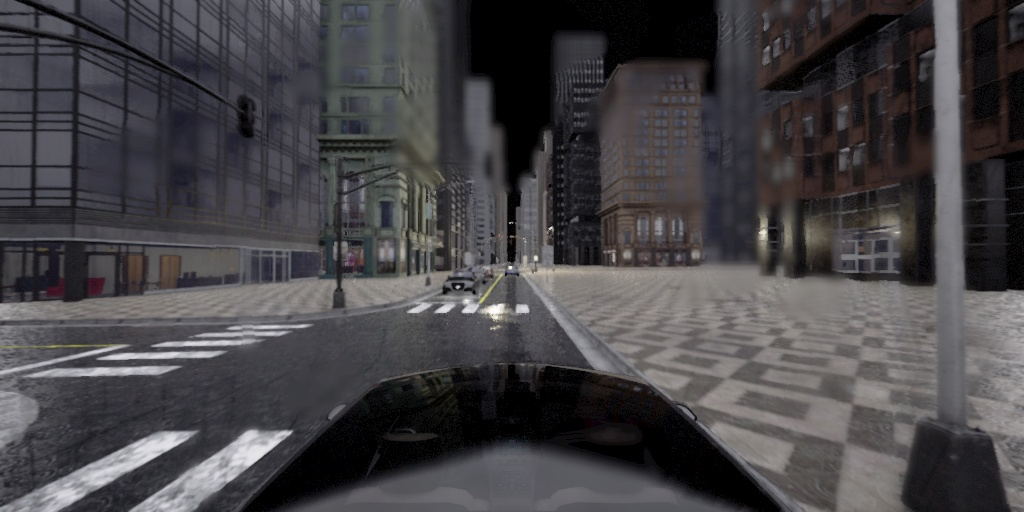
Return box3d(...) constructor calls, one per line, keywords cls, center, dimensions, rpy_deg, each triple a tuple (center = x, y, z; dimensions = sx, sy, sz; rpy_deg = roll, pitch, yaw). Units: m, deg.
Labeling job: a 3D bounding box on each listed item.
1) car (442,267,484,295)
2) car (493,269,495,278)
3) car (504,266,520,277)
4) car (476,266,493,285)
box3d(cls="car", center=(-3.104, 1.613, 22.537), dimensions=(1.994, 1.385, 4.181), rpy_deg=(0, -1, 0))
box3d(cls="car", center=(-3.082, 1.859, 41.813), dimensions=(1.812, 1.442, 4.674), rpy_deg=(0, -1, 0))
box3d(cls="car", center=(-0.001, 1.979, 47.238), dimensions=(1.994, 1.385, 4.181), rpy_deg=(0, -1, 0))
box3d(cls="car", center=(-3.097, 1.671, 31.508), dimensions=(2.128, 1.511, 4.902), rpy_deg=(0, -1, 0))
